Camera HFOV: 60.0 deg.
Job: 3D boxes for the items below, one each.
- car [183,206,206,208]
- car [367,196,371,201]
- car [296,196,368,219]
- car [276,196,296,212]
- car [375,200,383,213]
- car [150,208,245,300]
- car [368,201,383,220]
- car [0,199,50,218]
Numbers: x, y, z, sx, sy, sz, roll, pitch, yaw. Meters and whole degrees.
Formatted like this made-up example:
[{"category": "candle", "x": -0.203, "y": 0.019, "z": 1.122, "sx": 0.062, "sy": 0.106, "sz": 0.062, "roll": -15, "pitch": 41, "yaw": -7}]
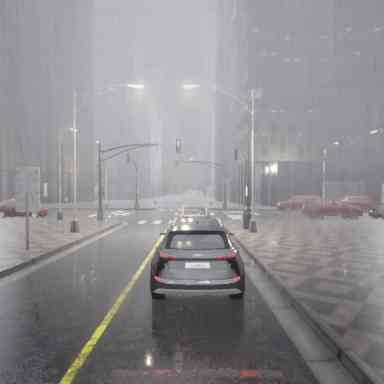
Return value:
[{"category": "car", "x": 0.129, "y": 1.507, "z": 17.493, "sx": 1.837, "sy": 1.490, "sz": 4.892, "roll": 0, "pitch": 0, "yaw": 0}, {"category": "car", "x": 17.822, "y": 1.353, "z": 37.709, "sx": 5.009, "sy": 1.841, "sz": 2.192, "roll": 0, "pitch": 1, "yaw": 0}, {"category": "car", "x": 12.178, "y": 1.463, "z": 29.179, "sx": 5.009, "sy": 1.841, "sz": 2.192, "roll": 0, "pitch": 1, "yaw": 0}, {"category": "car", "x": 12.179, "y": 1.325, "z": 37.703, "sx": 5.009, "sy": 1.841, "sz": 2.192, "roll": 0, "pitch": 1, "yaw": 0}, {"category": "car", "x": 23.464, "y": 1.634, "z": 37.718, "sx": 4.313, "sy": 1.339, "sz": 1.947, "roll": 0, "pitch": 1, "yaw": 0}, {"category": "car", "x": 0.124, "y": 1.428, "z": 8.407, "sx": 2.033, "sy": 1.649, "sz": 4.856, "roll": 0, "pitch": 0, "yaw": 1}, {"category": "car", "x": 17.820, "y": 1.742, "z": 29.188, "sx": 4.313, "sy": 1.339, "sz": 1.947, "roll": 0, "pitch": 1, "yaw": 0}, {"category": "car", "x": -14.864, "y": 1.567, "z": 29.153, "sx": 4.507, "sy": 1.381, "sz": 1.887, "roll": 0, "pitch": 1, "yaw": 0}]
